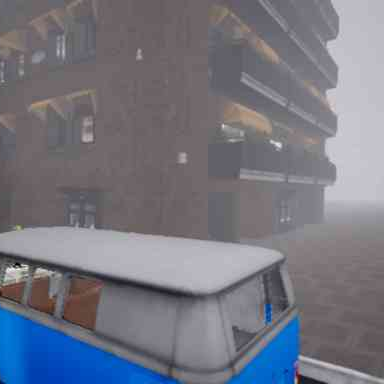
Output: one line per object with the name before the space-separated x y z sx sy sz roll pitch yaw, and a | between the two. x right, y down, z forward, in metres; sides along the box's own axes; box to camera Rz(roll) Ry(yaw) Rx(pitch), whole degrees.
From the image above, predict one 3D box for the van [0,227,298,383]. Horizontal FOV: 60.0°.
van | -0.932 1.347 3.515 3.998 1.788 1.690 0 1 36
